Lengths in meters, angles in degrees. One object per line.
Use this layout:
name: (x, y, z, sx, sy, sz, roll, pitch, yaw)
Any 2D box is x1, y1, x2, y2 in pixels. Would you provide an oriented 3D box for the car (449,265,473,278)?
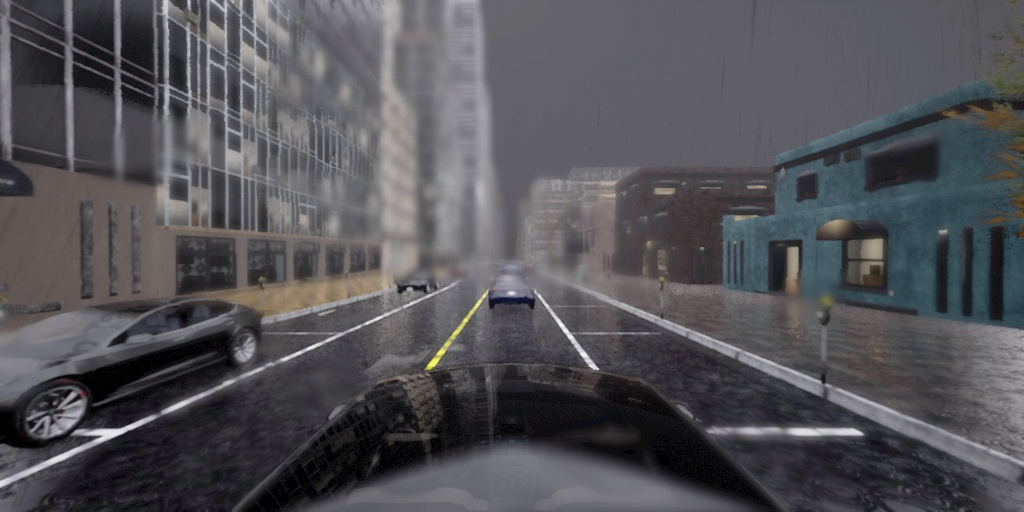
car: (-5.716, 1.663, 39.136, 1.888, 1.381, 4.507, 0, 0, 0)

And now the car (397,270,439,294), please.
car: (-5.705, 1.516, 22.205, 1.948, 1.339, 4.313, 0, 0, 0)

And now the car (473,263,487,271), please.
car: (-5.834, 1.892, 61.710, 2.007, 1.370, 4.403, 0, 0, 0)

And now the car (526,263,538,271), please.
car: (2.691, 1.811, 50.371, 1.802, 1.307, 4.207, 0, 0, 0)

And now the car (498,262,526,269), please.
car: (-0.012, 1.518, 31.319, 1.882, 1.535, 5.008, 0, 0, 0)

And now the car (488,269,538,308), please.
car: (-0.004, 1.455, 16.130, 1.994, 1.385, 4.181, 0, -1, 0)

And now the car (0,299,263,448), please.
car: (-5.693, 1.350, 5.273, 1.948, 1.339, 4.313, 0, 0, 0)
